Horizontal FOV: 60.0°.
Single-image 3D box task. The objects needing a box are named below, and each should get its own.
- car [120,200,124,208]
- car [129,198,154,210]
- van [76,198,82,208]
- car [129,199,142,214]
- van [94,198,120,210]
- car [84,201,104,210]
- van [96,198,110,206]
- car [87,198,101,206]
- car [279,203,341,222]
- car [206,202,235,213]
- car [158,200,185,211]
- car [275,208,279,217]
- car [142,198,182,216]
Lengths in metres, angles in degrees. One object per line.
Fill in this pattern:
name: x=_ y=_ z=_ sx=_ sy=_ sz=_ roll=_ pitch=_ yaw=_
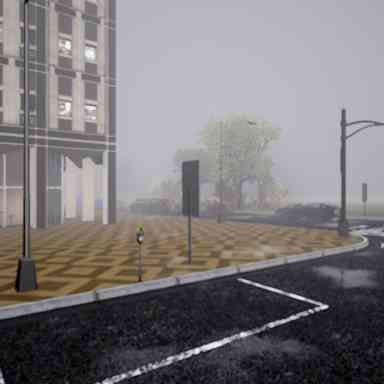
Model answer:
car: x=-14.025 y=2.093 z=60.480 sx=1.882 sy=1.535 sz=5.008 roll=0 pitch=-1 yaw=-36
car: x=-7.960 y=1.843 z=52.196 sx=2.097 sy=1.767 sz=4.553 roll=0 pitch=-1 yaw=-36
van: x=-19.194 y=1.971 z=58.534 sx=1.690 sy=1.788 sz=3.998 roll=-1 pitch=0 yaw=-36
car: x=-6.213 y=1.928 z=40.536 sx=1.947 sy=1.339 sz=4.313 roll=-1 pitch=0 yaw=-36
van: x=-12.685 y=1.837 z=49.550 sx=1.690 sy=1.788 sz=3.998 roll=-1 pitch=0 yaw=-36
car: x=-15.935 y=2.145 z=54.041 sx=1.802 sy=1.307 sz=4.206 roll=-1 pitch=0 yaw=-36
van: x=-19.387 y=2.110 z=72.234 sx=1.690 sy=1.788 sz=3.998 roll=-1 pitch=0 yaw=-36
car: x=-22.636 y=2.276 z=76.722 sx=1.967 sy=1.590 sz=4.097 roll=-1 pitch=0 yaw=-36
car: x=10.045 y=1.613 z=27.249 sx=2.128 sy=1.511 sz=4.902 roll=0 pitch=-1 yaw=-36
car: x=3.444 y=1.883 z=40.878 sx=1.802 sy=1.307 sz=4.206 roll=-1 pitch=0 yaw=-36
car: x=-3.131 y=1.985 z=49.798 sx=2.008 sy=1.369 sz=4.403 roll=-1 pitch=0 yaw=-36
car: x=9.976 y=1.750 z=31.923 sx=1.802 sy=1.307 sz=4.206 roll=-1 pitch=0 yaw=-36
car: x=-3.000 y=1.610 z=36.018 sx=2.192 sy=1.841 sz=5.009 roll=-1 pitch=0 yaw=-36
